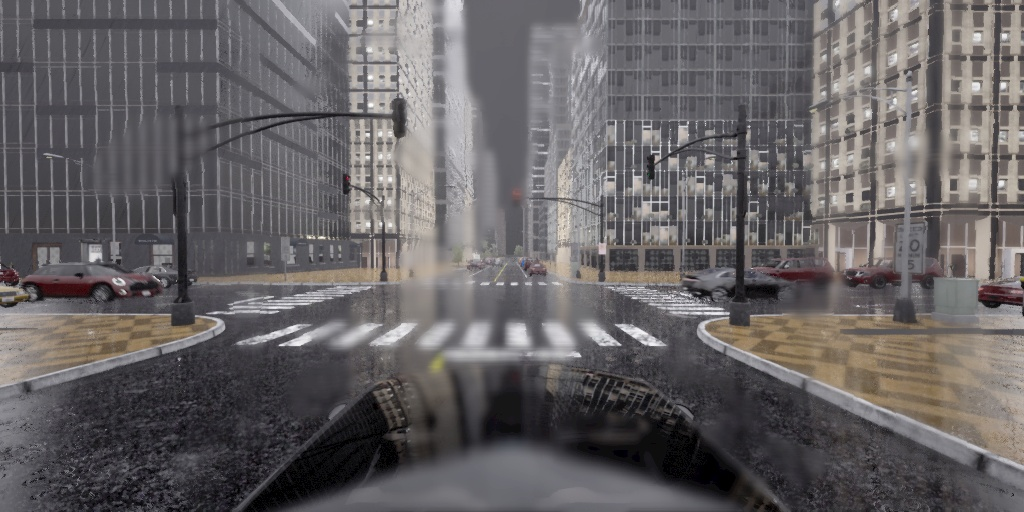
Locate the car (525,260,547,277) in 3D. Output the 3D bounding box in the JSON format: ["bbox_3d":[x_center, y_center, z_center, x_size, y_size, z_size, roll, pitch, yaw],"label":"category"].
[{"bbox_3d":[2.544,1.319,35.776,1.802,1.307,4.207,0,0,0],"label":"car"}]

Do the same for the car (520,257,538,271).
[{"bbox_3d":[2.570,1.046,46.826,2.192,1.841,5.009,0,0,0],"label":"car"}]

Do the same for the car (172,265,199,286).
[{"bbox_3d":[-21.442,1.205,21.564,4.403,1.370,2.007,0,0,0],"label":"car"}]

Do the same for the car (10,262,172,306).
[{"bbox_3d":[-18.687,1.087,16.113,4.553,1.767,2.097,0,1,0],"label":"car"}]

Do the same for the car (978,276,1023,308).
[{"bbox_3d":[20.184,1.417,13.505,4.207,1.307,1.802,0,0,0],"label":"car"}]

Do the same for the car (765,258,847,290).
[{"bbox_3d":[16.568,1.024,21.637,5.009,1.841,2.192,0,0,0],"label":"car"}]

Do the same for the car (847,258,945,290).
[{"bbox_3d":[22.900,1.032,21.649,5.009,1.841,2.192,0,0,0],"label":"car"}]

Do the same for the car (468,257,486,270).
[{"bbox_3d":[-5.297,1.168,52.328,1.967,1.591,4.097,0,0,0],"label":"car"}]

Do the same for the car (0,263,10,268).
[{"bbox_3d":[-32.558,1.078,21.472,4.097,1.591,1.967,0,0,0],"label":"car"}]

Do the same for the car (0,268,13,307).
[{"bbox_3d":[-21.257,1.301,13.426,4.829,1.417,1.751,0,0,0],"label":"car"}]

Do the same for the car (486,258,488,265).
[{"bbox_3d":[-5.295,1.307,57.853,1.802,1.307,4.207,0,0,0],"label":"car"}]

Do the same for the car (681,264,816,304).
[{"bbox_3d":[10.236,1.274,16.172,4.902,1.511,2.128,0,1,0],"label":"car"}]
